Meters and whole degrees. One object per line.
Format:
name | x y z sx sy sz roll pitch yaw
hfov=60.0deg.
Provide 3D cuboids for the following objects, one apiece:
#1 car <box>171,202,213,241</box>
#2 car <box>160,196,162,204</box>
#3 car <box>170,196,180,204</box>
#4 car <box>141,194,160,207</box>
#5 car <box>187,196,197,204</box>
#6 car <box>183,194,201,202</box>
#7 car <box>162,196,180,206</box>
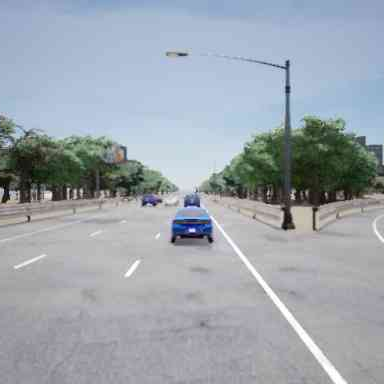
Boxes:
car | 0.004 1.488 16.627 1.882 1.535 5.008 0 0 0
car | -6.979 1.579 68.168 1.882 1.535 5.008 0 0 0
car | -3.477 1.627 68.397 1.812 1.442 4.674 0 0 0
car | -6.984 1.324 55.005 2.150 2.045 5.566 0 0 0
car | 0.023 1.581 68.510 1.882 1.535 5.008 0 0 0
car | 0.013 1.292 44.601 2.150 2.045 5.566 0 0 0
car | -3.484 1.630 55.388 1.812 1.442 4.674 0 0 0
